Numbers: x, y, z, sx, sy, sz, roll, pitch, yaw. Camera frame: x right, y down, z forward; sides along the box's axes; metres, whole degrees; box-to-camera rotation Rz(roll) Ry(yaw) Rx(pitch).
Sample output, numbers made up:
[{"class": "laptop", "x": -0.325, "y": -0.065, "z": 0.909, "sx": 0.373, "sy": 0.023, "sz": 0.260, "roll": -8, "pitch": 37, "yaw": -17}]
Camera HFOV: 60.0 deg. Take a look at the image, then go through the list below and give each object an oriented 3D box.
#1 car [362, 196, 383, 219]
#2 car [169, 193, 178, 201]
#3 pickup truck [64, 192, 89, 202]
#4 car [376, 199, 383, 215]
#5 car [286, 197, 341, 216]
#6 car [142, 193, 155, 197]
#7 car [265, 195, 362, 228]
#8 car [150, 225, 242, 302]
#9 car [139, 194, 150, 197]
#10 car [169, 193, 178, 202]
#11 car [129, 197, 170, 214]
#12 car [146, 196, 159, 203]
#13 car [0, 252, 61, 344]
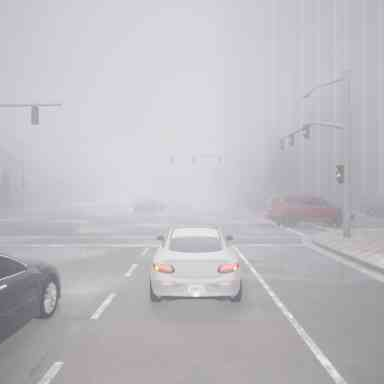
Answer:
[{"class": "car", "x": 17.708, "y": 1.220, "z": 28.962, "sx": 5.566, "sy": 2.045, "sz": 2.150, "roll": 0, "pitch": 0, "yaw": 0}, {"class": "car", "x": -4.756, "y": 1.222, "z": 85.396, "sx": 2.150, "sy": 2.045, "sz": 5.566, "roll": 0, "pitch": 0, "yaw": -1}, {"class": "pickup truck", "x": -24.665, "y": 1.056, "z": 70.172, "sx": 2.390, "sy": 2.098, "sz": 6.274, "roll": 0, "pitch": 0, "yaw": 30}, {"class": "car", "x": 20.994, "y": 1.476, "z": 32.484, "sx": 5.008, "sy": 1.535, "sz": 1.882, "roll": 0, "pitch": 0, "yaw": 0}, {"class": "car", "x": 11.769, "y": 1.351, "z": 32.417, "sx": 4.553, "sy": 1.767, "sz": 2.097, "roll": 0, "pitch": 0, "yaw": 0}, {"class": "car", "x": -7.949, "y": 1.219, "z": 57.775, "sx": 2.150, "sy": 2.045, "sz": 5.566, "roll": 0, "pitch": 0, "yaw": -1}, {"class": "car", "x": 7.591, "y": 1.221, "z": 21.685, "sx": 5.566, "sy": 2.045, "sz": 2.150, "roll": 0, "pitch": 0, "yaw": 0}, {"class": "car", "x": 0.077, "y": 1.525, "z": 8.122, "sx": 1.812, "sy": 1.442, "sz": 4.674, "roll": 0, "pitch": 0, "yaw": 0}, {"class": "car", "x": -7.825, "y": 1.490, "z": 47.883, "sx": 2.128, "sy": 1.511, "sz": 4.902, "roll": 0, "pitch": 0, "yaw": -1}, {"class": "car", "x": -4.607, "y": 1.522, "z": 75.143, "sx": 1.812, "sy": 1.442, "sz": 4.674, "roll": 0, "pitch": 0, "yaw": -1}, {"class": "car", "x": -4.412, "y": 1.546, "z": 35.290, "sx": 2.033, "sy": 1.411, "sz": 5.357, "roll": 0, "pitch": 0, "yaw": 15}, {"class": "car", "x": -8.018, "y": 1.561, "z": 67.894, "sx": 1.994, "sy": 1.385, "sz": 4.181, "roll": 0, "pitch": 0, "yaw": 0}, {"class": "car", "x": -3.436, "y": 1.505, "z": 4.472, "sx": 1.837, "sy": 1.490, "sz": 4.892, "roll": 0, "pitch": 0, "yaw": 0}]
